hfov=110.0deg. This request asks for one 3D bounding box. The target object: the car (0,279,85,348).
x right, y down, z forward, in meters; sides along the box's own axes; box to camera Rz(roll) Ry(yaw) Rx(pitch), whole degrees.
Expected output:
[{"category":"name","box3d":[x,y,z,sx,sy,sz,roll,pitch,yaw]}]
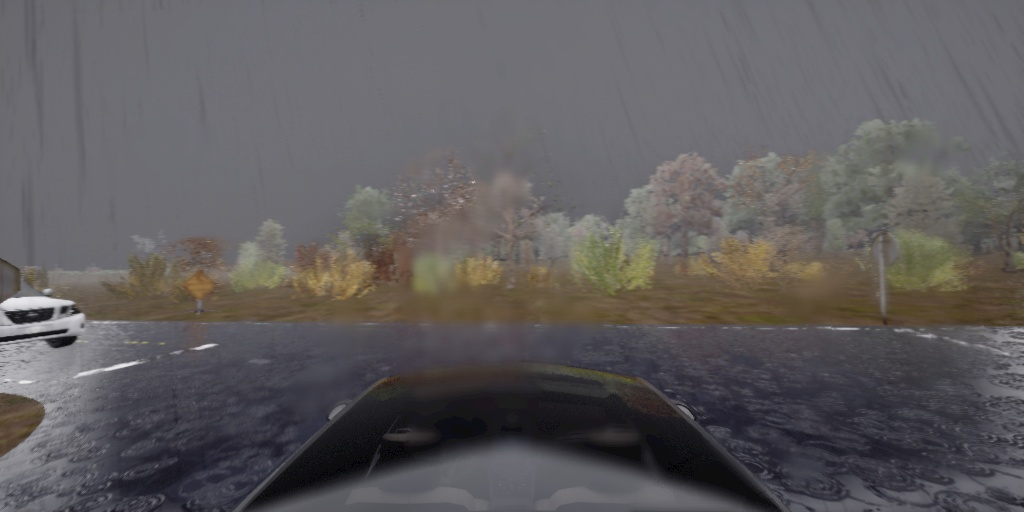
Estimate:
[{"category":"car","box3d":[-14.277,1.530,9.335,5.566,2.045,2.150,-2,-1,13]}]

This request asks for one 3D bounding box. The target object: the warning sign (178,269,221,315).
[{"category":"warning sign","box3d":[-13.016,1.460,14.941,1.060,1.860,1.300,0,0,13]}]
